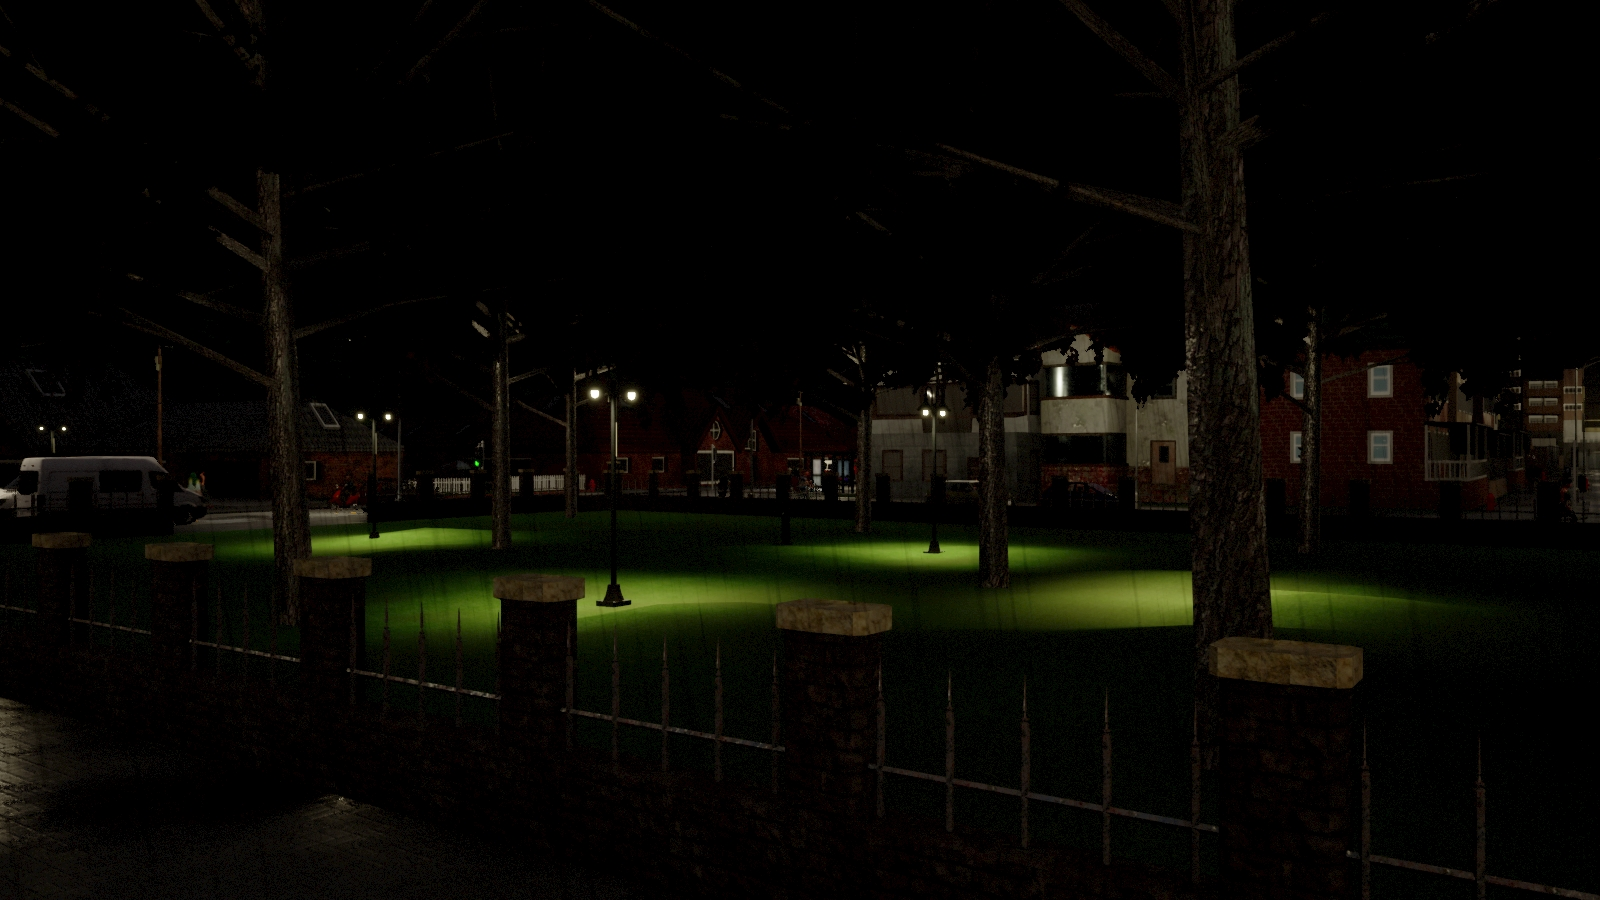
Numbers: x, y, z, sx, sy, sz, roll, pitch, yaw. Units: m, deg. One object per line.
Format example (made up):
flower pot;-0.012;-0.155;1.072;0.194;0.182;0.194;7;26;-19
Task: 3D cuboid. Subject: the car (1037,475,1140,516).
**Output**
car;11.752;1.818;46.570;3.633;1.501;1.845;0;0;35

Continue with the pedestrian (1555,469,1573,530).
pedestrian;23.528;1.525;35.196;0.375;1.860;0.375;0;0;-42

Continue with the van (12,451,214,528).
van;-24.578;1.315;41.155;1.988;2.561;5.915;0;0;36

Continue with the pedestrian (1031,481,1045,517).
pedestrian;8.772;1.804;42.095;0.375;1.300;0.375;0;0;34

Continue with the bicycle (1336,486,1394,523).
bicycle;20.108;1.940;40.694;1.835;1.271;0.329;0;0;35
